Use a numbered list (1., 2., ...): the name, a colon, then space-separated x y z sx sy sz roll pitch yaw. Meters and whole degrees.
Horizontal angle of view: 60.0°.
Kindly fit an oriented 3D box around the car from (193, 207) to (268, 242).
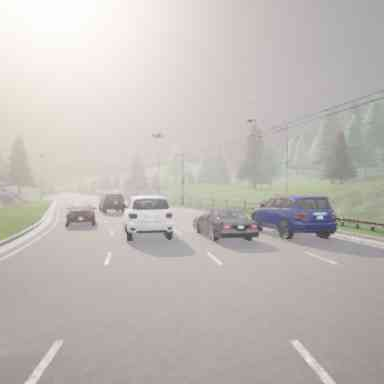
1. car: 1.473 1.504 16.228 2.033 1.411 5.357 0 0 -13

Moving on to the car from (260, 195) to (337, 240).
1. car: 4.879 1.162 16.771 2.150 2.045 5.566 0 0 -12

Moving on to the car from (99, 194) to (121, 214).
1. car: -8.587 1.184 35.645 2.150 2.045 5.566 0 0 -21

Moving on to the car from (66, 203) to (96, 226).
1. car: -7.762 1.511 23.274 1.812 1.442 4.674 0 0 -18

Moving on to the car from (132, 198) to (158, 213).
1. car: -5.250 1.468 36.686 1.812 1.442 4.674 0 0 -21

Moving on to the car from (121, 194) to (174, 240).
1. car: -2.344 1.196 17.043 2.150 2.045 5.566 0 0 -13

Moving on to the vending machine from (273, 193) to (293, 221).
1. vending machine: 6.924 1.105 25.349 1.100 2.100 0.880 0 0 -17
